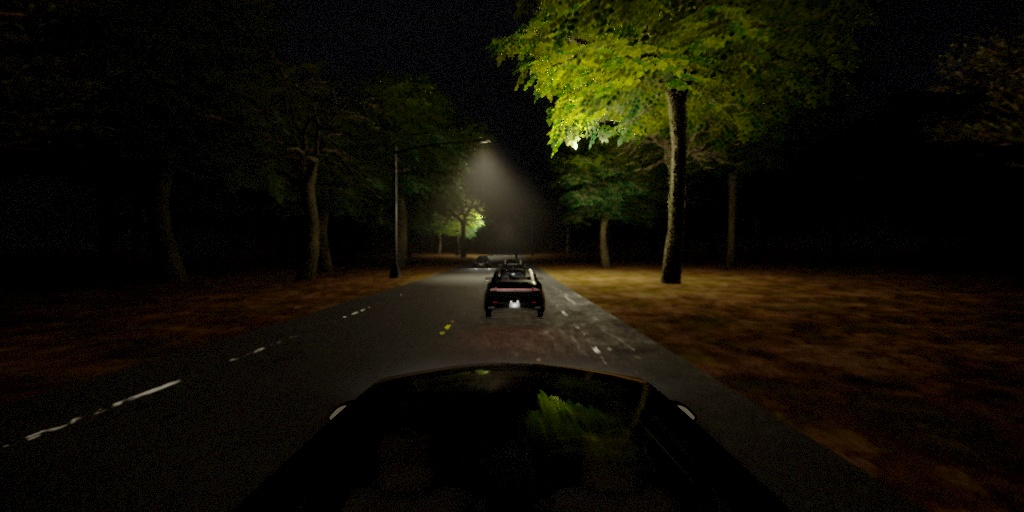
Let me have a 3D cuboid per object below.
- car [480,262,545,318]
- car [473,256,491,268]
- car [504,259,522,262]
[{"bbox_3d":[0.082,1.150,12.498,2.128,1.511,4.902,0,1,0],"label":"car"},{"bbox_3d":[-3.596,0.721,44.066,1.812,1.442,4.674,0,1,0],"label":"car"},{"bbox_3d":[0.078,0.982,27.805,1.837,1.490,4.892,0,1,0],"label":"car"}]
